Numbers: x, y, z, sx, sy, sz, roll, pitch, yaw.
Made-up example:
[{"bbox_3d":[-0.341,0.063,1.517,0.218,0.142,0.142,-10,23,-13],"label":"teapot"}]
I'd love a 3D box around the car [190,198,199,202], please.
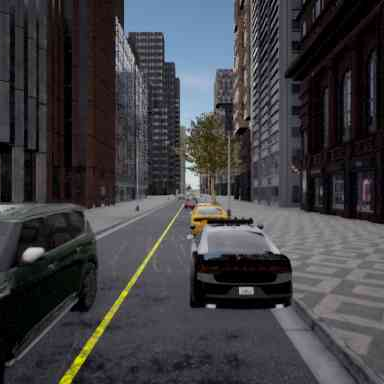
[{"bbox_3d":[0.901,1.477,24.171,1.801,1.575,5.366,0,0,0],"label":"car"}]

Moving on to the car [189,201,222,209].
[{"bbox_3d":[0.901,1.494,17.981,1.882,1.535,5.008,0,0,0],"label":"car"}]

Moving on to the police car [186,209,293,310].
[{"bbox_3d":[0.900,1.433,8.091,1.930,1.638,5.238,0,0,0],"label":"police car"}]

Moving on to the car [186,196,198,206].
[{"bbox_3d":[0.003,1.529,58.533,1.882,1.535,5.008,0,0,0],"label":"car"}]

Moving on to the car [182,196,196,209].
[{"bbox_3d":[0.022,1.605,45.927,1.994,1.385,4.181,0,0,1],"label":"car"}]

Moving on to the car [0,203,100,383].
[{"bbox_3d":[-3.000,1.226,4.803,2.150,2.045,5.566,0,0,0],"label":"car"}]

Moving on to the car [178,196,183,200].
[{"bbox_3d":[-2.994,1.678,95.355,1.895,1.301,4.718,0,0,0],"label":"car"}]
